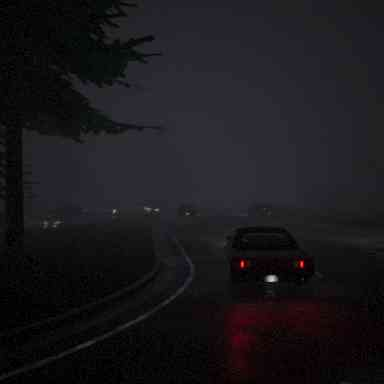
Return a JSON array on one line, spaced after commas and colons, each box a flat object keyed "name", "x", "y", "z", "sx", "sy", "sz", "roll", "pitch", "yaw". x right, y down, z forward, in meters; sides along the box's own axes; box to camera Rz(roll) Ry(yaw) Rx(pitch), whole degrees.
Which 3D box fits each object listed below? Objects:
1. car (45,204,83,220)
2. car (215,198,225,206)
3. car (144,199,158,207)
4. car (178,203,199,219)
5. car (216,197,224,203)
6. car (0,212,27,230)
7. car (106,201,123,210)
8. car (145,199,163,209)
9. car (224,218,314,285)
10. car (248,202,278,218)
[{"name": "car", "x": -13.174, "y": 2.060, "z": 34.441, "sx": 2.128, "sy": 1.511, "sz": 4.902, "roll": -1, "pitch": -1, "yaw": 12}, {"name": "car", "x": 5.518, "y": 2.118, "z": 66.519, "sx": 2.033, "sy": 1.411, "sz": 5.357, "roll": -1, "pitch": -1, "yaw": 5}, {"name": "car", "x": -9.040, "y": 2.399, "z": 73.428, "sx": 2.128, "sy": 1.511, "sz": 4.902, "roll": -1, "pitch": -1, "yaw": 5}, {"name": "car", "x": -0.395, "y": 1.853, "z": 33.905, "sx": 1.837, "sy": 1.490, "sz": 4.892, "roll": -1, "pitch": -1, "yaw": 1}, {"name": "car", "x": 7.738, "y": 2.322, "z": 93.216, "sx": 2.128, "sy": 1.511, "sz": 4.902, "roll": -1, "pitch": -1, "yaw": 5}, {"name": "car", "x": -13.636, "y": 1.999, "z": 21.970, "sx": 2.033, "sy": 1.411, "sz": 5.357, "roll": -1, "pitch": -1, "yaw": 21}, {"name": "car", "x": -13.835, "y": 2.329, "z": 59.337, "sx": 1.837, "sy": 1.490, "sz": 4.892, "roll": -1, "pitch": -1, "yaw": 5}, {"name": "car", "x": -6.695, "y": 2.069, "z": 60.663, "sx": 2.097, "sy": 1.767, "sz": 4.553, "roll": -1, "pitch": -1, "yaw": 5}, {"name": "car", "x": 1.955, "y": 1.670, "z": 9.678, "sx": 1.895, "sy": 1.301, "sz": 4.718, "roll": -1, "pitch": -1, "yaw": 4}, {"name": "car", "x": 6.572, "y": 1.696, "z": 31.186, "sx": 2.128, "sy": 1.511, "sz": 4.902, "roll": -1, "pitch": -1, "yaw": -2}]
